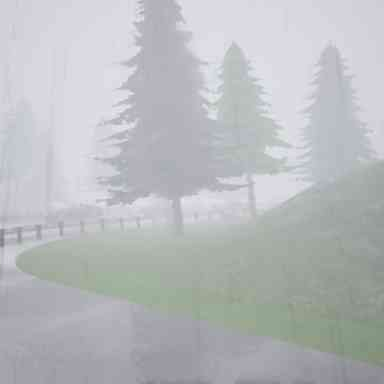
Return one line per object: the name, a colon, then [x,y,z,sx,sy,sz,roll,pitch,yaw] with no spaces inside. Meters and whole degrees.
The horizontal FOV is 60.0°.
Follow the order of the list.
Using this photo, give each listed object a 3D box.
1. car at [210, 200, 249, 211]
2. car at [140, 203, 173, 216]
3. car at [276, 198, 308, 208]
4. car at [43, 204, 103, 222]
car: [4.784,1.732,40.619,5.357,1.411,2.033,0,0,-35]
car: [-3.281,1.777,34.350,4.181,1.385,1.994,0,0,-40]
car: [13.741,1.635,45.862,4.902,1.511,2.128,0,0,-27]
car: [-9.921,1.722,28.027,2.128,1.511,4.902,-1,0,44]
